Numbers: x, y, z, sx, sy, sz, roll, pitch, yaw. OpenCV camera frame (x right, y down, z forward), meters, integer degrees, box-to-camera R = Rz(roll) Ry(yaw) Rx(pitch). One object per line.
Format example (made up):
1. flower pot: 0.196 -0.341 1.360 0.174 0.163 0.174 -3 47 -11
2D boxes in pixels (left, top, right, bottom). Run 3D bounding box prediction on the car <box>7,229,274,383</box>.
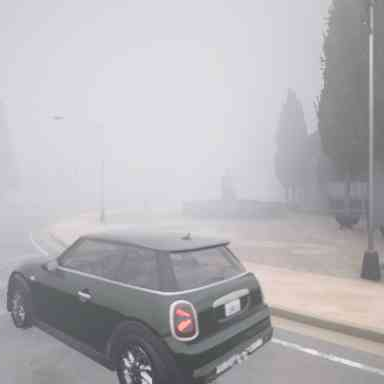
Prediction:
1. car: -1.121 1.384 5.324 4.553 1.767 2.097 0 -1 41
